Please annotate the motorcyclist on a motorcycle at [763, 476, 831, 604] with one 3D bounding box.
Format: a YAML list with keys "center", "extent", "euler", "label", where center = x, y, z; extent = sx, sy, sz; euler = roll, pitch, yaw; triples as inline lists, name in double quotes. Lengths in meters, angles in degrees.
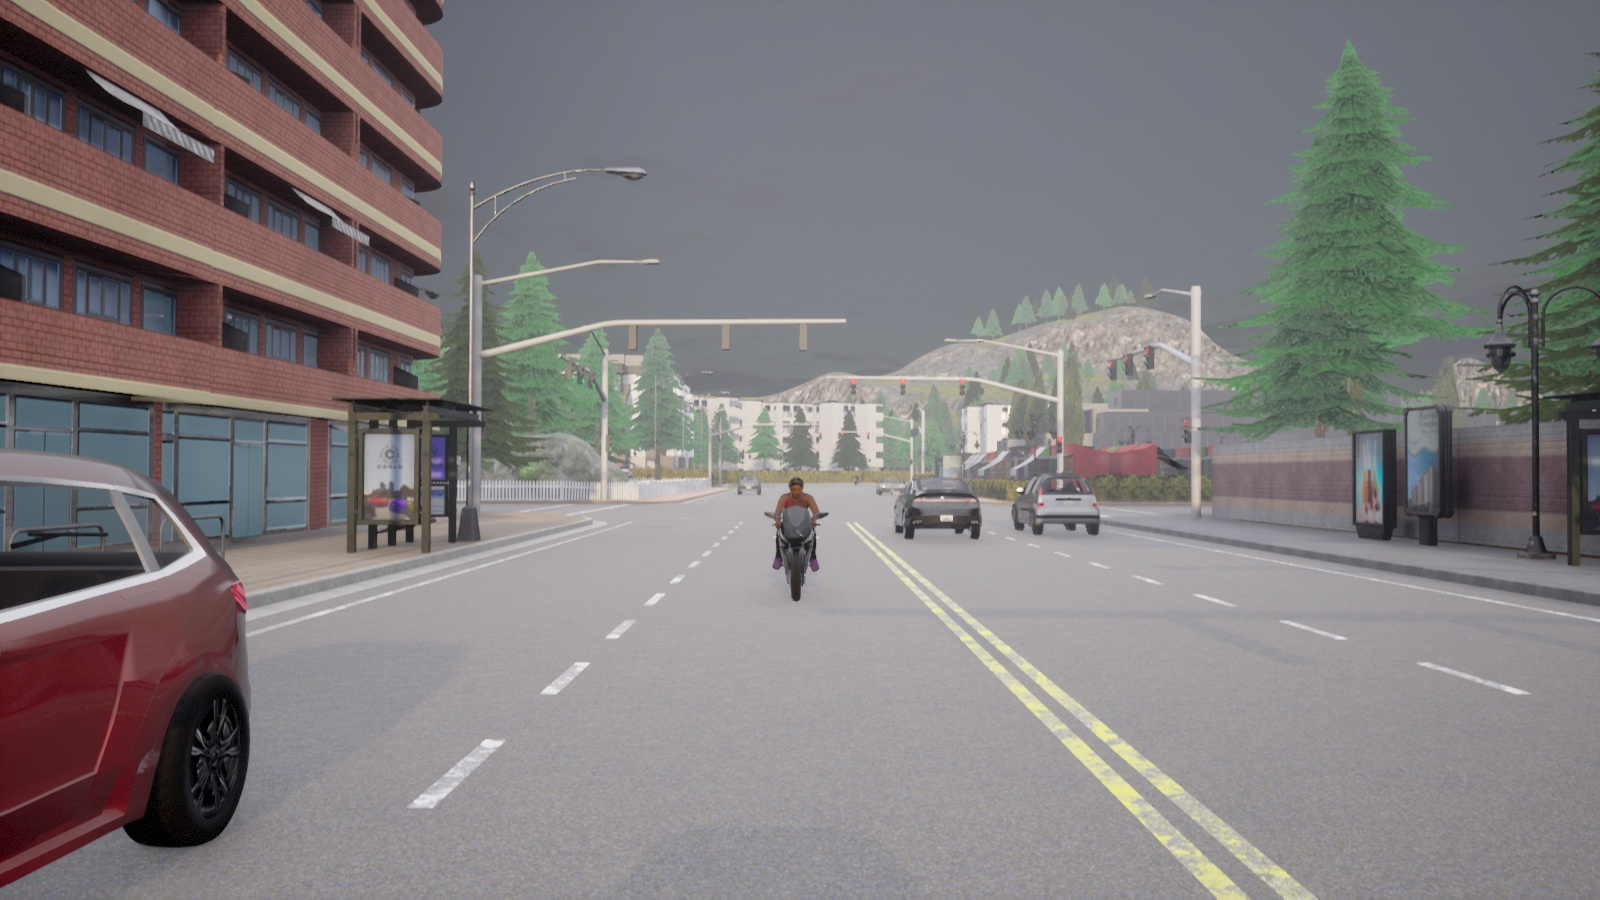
- center: [-0.039, 1.101, 16.040]
  extent: [0.797, 1.523, 2.044]
  euler: [0, -1, 0]
  label: "motorcyclist on a motorcycle"

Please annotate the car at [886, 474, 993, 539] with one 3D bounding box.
- center: [3.423, 1.355, 31.690]
  extent: [2.128, 1.511, 4.902]
  euler: [0, -1, 0]
  label: "car"

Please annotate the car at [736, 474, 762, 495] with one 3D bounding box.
- center: [-3.724, 2.555, 92.960]
  extent: [1.789, 1.549, 3.705]
  euler: [0, -1, 0]
  label: "car"

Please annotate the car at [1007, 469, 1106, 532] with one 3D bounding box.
- center: [6.916, 1.331, 34.267]
  extent: [1.851, 1.617, 3.988]
  euler: [0, -1, 0]
  label: "car"

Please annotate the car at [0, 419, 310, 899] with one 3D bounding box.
- center: [-3.511, 0.749, 3.845]
  extent: [2.242, 1.667, 4.611]
  euler: [0, -1, 0]
  label: "car"

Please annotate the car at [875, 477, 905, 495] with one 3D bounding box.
- center: [6.772, 2.662, 94.421]
  extent: [1.895, 1.301, 4.718]
  euler: [0, -1, 0]
  label: "car"
